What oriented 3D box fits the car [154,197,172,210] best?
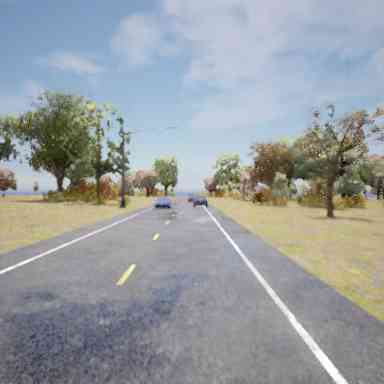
[{"bbox_3d":[-3.573,1.371,41.633,1.882,1.535,5.008,0,0,0],"label":"car"}]

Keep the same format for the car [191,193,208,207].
[{"bbox_3d":[1.238,1.236,48.326,2.097,1.767,4.553,0,0,0],"label":"car"}]

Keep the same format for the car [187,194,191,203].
[{"bbox_3d":[0.019,1.490,67.158,1.895,1.301,4.718,0,0,0],"label":"car"}]

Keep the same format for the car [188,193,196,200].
[{"bbox_3d":[0.023,1.158,84.685,2.097,1.767,4.553,0,0,0],"label":"car"}]
